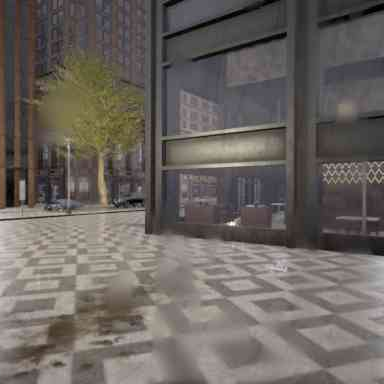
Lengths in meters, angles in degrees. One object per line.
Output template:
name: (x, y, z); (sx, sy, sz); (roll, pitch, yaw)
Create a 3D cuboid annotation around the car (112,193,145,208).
car: (-8.431, 1.103, 46.285); (2.150, 2.045, 5.566); (0, 0, 35)

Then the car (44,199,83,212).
car: (-14.511, 1.469, 37.791); (1.994, 1.385, 4.181); (0, 0, 35)
